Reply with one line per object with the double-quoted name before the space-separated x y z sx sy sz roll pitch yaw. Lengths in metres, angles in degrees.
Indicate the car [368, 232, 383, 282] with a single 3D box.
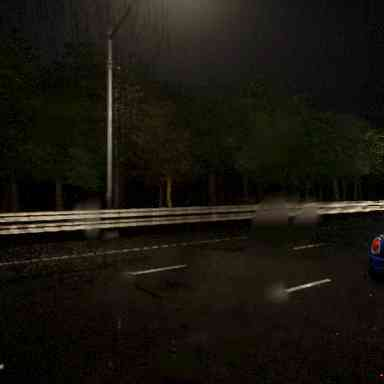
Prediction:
"car" 6.558 1.353 8.541 4.553 1.767 2.097 0 0 -35
